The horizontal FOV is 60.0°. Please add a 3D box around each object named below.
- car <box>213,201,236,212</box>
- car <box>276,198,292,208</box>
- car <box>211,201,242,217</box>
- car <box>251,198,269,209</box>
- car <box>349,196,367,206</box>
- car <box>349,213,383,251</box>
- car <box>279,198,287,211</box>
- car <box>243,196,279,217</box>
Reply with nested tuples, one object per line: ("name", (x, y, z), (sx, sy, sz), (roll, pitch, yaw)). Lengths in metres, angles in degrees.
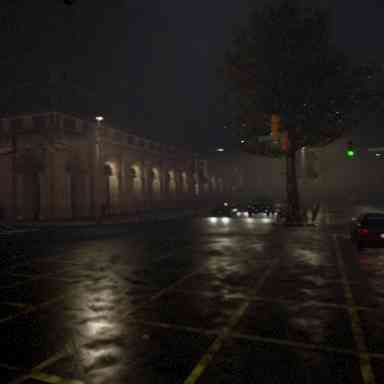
("car", (4.558, 1.957, 45.900), (1.895, 1.301, 4.718), (-1, -1, 22))
("car", (14.819, 1.755, 53.383), (1.837, 1.490, 4.892), (-1, -1, 22))
("car", (3.427, 1.837, 34.551), (1.994, 1.385, 4.181), (-1, -1, 22))
("car", (10.826, 1.794, 52.823), (1.882, 1.535, 5.008), (-1, -1, 22))
("car", (28.659, 1.600, 57.016), (1.994, 1.385, 4.181), (-1, -1, 22))
("car", (7.722, 1.560, 13.845), (1.994, 1.385, 4.181), (-1, -1, 22))
("car", (11.025, 1.828, 43.910), (1.895, 1.301, 4.718), (-1, -1, 22))
("car", (7.308, 1.428, 34.844), (2.150, 2.045, 5.566), (-1, -1, 22))
